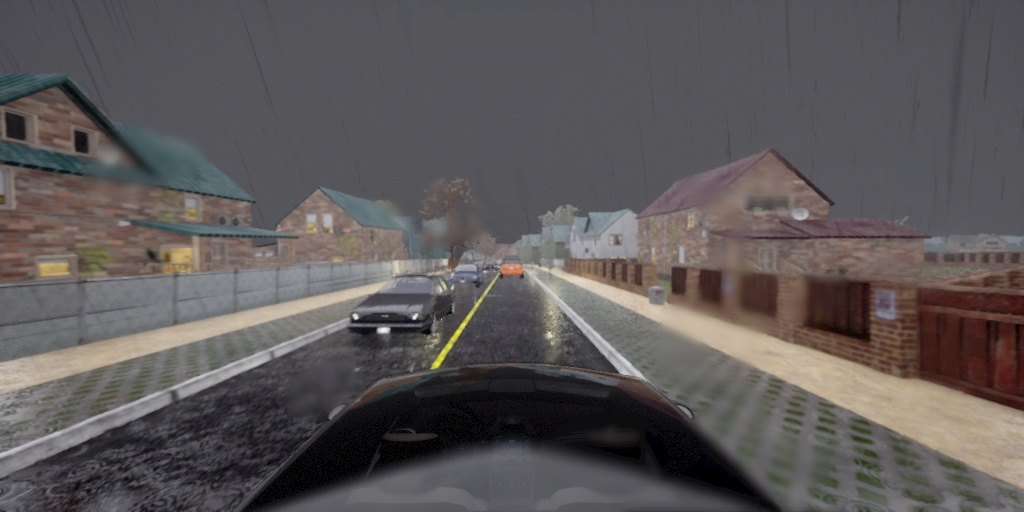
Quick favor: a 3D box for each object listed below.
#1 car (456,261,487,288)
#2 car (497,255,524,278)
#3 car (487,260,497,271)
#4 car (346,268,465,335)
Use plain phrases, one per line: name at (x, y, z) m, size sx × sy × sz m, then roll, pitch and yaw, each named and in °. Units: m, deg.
car at (-2.844, 1.205, 23.108) m, size 1.812 × 1.442 × 4.674 m, roll 0°, pitch 0°, yaw 0°
car at (-0.014, 1.024, 32.628) m, size 2.097 × 1.767 × 4.553 m, roll 0°, pitch 0°, yaw 0°
car at (-2.897, 1.305, 48.933) m, size 2.033 × 1.411 × 5.357 m, roll 0°, pitch 0°, yaw -1°
car at (-2.852, 1.259, 10.644) m, size 2.033 × 1.411 × 5.357 m, roll 0°, pitch 0°, yaw 0°
